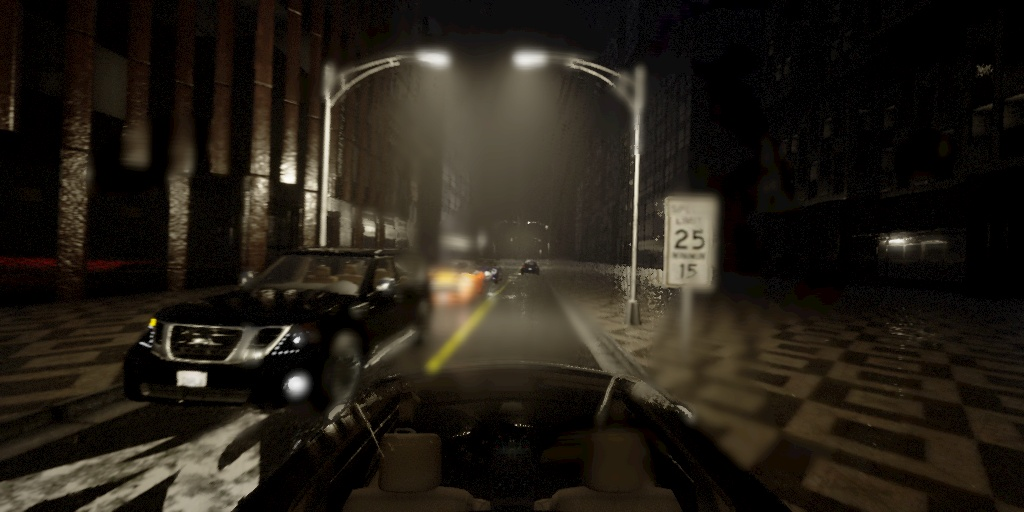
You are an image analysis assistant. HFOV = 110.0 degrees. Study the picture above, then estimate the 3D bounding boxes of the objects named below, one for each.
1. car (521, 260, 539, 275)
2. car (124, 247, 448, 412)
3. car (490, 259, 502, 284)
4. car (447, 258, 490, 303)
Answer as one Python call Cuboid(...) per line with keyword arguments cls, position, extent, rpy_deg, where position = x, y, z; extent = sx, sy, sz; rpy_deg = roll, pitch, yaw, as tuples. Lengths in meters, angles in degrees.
Cuboid(cls="car", position=(2.008, 1.322, 39.757), extent=(1.994, 1.385, 4.181), rpy_deg=(2, 0, 3))
Cuboid(cls="car", position=(-2.961, 0.859, 6.283), extent=(2.150, 2.045, 5.566), rpy_deg=(2, 0, 4))
Cuboid(cls="car", position=(-1.900, 0.997, 26.172), extent=(2.097, 1.767, 4.553), rpy_deg=(2, 0, 3))
Cuboid(cls="car", position=(-2.454, 0.993, 15.938), extent=(2.097, 1.767, 4.553), rpy_deg=(2, 0, 3))
